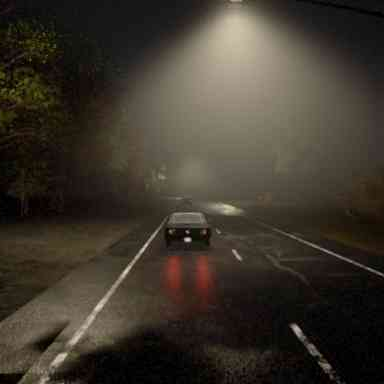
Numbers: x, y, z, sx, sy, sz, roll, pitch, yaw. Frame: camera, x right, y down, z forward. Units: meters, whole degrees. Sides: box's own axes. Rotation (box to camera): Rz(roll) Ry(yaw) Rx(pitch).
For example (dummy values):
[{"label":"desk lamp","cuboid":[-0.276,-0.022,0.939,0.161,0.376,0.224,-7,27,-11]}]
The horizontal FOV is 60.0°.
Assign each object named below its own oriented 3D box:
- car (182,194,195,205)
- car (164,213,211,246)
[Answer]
[{"label":"car","cuboid":[-0.895,1.516,59.575,2.033,1.411,5.357,0,0,-1]},{"label":"car","cuboid":[-0.199,1.599,15.315,1.895,1.301,4.718,0,0,-1]}]
